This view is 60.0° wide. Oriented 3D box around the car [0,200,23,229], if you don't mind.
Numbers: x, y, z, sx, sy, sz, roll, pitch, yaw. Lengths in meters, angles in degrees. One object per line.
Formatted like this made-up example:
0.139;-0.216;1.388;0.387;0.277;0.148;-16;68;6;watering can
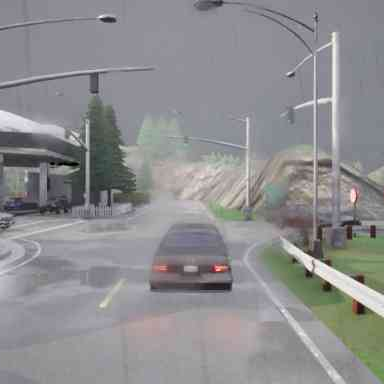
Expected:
-11.840;1.334;17.523;4.674;1.442;1.812;0;0;-1;car

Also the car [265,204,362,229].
6.217;1.359;17.708;2.033;1.411;5.357;0;0;-27;car

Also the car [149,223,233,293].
0.027;1.547;9.010;2.033;1.411;5.357;0;0;1;car

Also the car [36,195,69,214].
-14.591;1.312;35.451;1.905;1.878;3.866;0;0;-1;car

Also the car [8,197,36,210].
-20.305;1.479;39.719;2.242;1.667;4.611;0;0;-1;car
